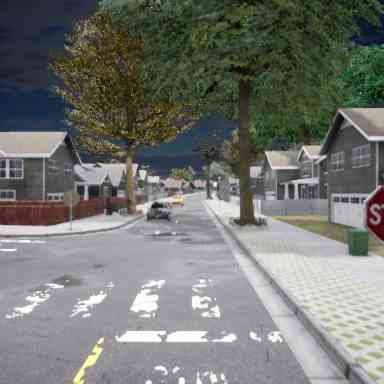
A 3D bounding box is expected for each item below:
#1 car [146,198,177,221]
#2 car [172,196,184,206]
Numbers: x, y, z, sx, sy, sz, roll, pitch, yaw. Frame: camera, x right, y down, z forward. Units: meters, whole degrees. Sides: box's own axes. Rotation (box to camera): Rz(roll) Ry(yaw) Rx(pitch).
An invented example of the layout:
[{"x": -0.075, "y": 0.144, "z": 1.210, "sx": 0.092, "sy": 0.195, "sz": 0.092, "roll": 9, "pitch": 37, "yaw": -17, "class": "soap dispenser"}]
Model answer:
[{"x": -2.497, "y": 1.523, "z": 26.552, "sx": 1.837, "sy": 1.490, "sz": 4.892, "roll": 0, "pitch": 1, "yaw": 1, "class": "car"}, {"x": -2.253, "y": 1.339, "z": 50.760, "sx": 1.882, "sy": 1.535, "sz": 5.008, "roll": 0, "pitch": 1, "yaw": 1, "class": "car"}]
